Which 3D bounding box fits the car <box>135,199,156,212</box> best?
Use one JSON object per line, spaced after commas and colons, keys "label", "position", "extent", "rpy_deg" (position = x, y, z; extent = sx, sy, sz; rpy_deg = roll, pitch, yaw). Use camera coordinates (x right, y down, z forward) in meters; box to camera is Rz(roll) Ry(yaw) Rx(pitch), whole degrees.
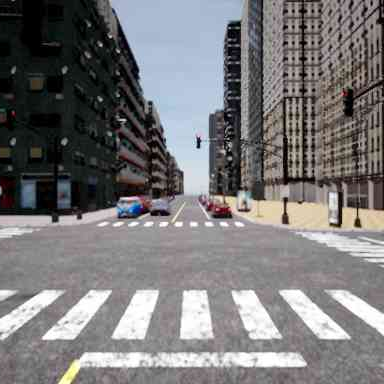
{"label": "car", "position": [-5.691, 1.598, 41.287], "extent": [1.887, 1.381, 4.507], "rpy_deg": [0, 0, 0]}

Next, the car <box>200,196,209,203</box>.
{"label": "car", "position": [2.684, 1.658, 74.453], "extent": [1.887, 1.381, 4.507], "rpy_deg": [0, 0, 0]}

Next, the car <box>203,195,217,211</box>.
{"label": "car", "position": [2.691, 1.493, 41.288], "extent": [1.967, 1.590, 4.097], "rpy_deg": [0, 0, 0]}

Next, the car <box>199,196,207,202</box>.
{"label": "car", "position": [2.683, 1.707, 79.980], "extent": [1.802, 1.307, 4.206], "rpy_deg": [0, 0, 0]}

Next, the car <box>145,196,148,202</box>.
{"label": "car", "position": [-5.688, 1.360, 35.759], "extent": [2.192, 1.841, 5.009], "rpy_deg": [0, 0, 0]}

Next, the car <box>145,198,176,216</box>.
{"label": "car", "position": [-3.008, 1.590, 32.881], "extent": [2.033, 1.411, 5.357], "rpy_deg": [0, 0, 0]}

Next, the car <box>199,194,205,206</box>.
{"label": "car", "position": [2.688, 1.521, 57.870], "extent": [1.967, 1.590, 4.097], "rpy_deg": [0, 0, 0]}

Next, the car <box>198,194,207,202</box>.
{"label": "car", "position": [2.684, 1.451, 85.508], "extent": [2.192, 1.841, 5.009], "rpy_deg": [0, 0, 0]}

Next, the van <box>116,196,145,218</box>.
{"label": "van", "position": [-5.687, 1.378, 30.232], "extent": [1.690, 1.788, 3.998], "rpy_deg": [0, 0, 0]}

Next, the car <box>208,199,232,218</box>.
{"label": "car", "position": [2.692, 1.619, 30.232], "extent": [1.802, 1.307, 4.206], "rpy_deg": [0, 0, 0]}

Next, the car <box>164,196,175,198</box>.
{"label": "car", "position": [-5.697, 1.564, 79.980], "extent": [1.967, 1.590, 4.097], "rpy_deg": [0, 0, 0]}
